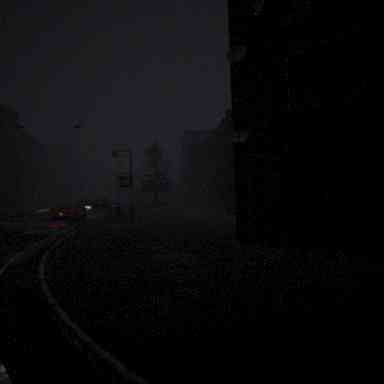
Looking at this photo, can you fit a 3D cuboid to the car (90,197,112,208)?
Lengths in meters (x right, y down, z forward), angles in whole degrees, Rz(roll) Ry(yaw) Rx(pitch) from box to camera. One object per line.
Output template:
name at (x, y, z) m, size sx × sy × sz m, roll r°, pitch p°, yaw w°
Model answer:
car at (-11.835, 1.371, 43.924) m, size 1.994 × 1.385 × 4.181 m, roll -2°, pitch 1°, yaw -7°

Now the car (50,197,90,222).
car at (-9.865, 1.444, 26.762) m, size 1.882 × 1.535 × 5.008 m, roll -2°, pitch 1°, yaw -7°

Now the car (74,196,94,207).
car at (-16.255, 1.390, 50.225) m, size 1.994 × 1.385 × 4.181 m, roll -2°, pitch 1°, yaw -6°
